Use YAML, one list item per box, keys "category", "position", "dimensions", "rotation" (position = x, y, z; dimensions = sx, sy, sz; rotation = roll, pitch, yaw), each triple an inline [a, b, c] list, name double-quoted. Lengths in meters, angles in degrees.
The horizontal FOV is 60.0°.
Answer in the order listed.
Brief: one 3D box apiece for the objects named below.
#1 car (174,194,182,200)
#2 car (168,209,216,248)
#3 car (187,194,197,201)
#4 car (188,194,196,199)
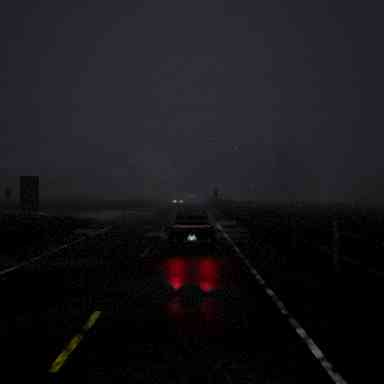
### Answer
- category: "car"
  position: [-3.500, 1.223, 83.954]
  dimensions: [2.097, 1.767, 4.553]
  rotation: [0, 0, 0]
- category: "car"
  position: [0.000, 1.490, 14.651]
  dimensions: [2.128, 1.511, 4.902]
  rotation: [0, 0, 0]
- category: "car"
  position: [0.000, 1.379, 79.746]
  dimensions: [1.812, 1.442, 4.674]
  rotation: [0, 0, 0]
- category: "car"
  position: [0.001, 1.338, 93.498]
  dimensions: [2.033, 1.411, 5.357]
  rotation: [0, 0, 0]
